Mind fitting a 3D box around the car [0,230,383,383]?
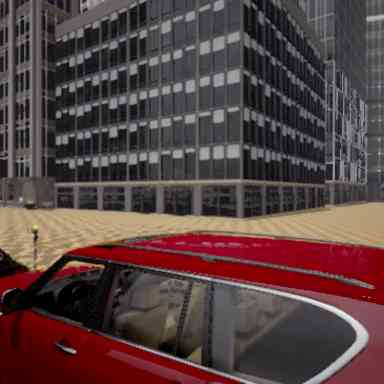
[{"bbox_3d":[-0.271,1.302,3.074,5.009,1.841,2.192,0,0,36],"label":"car"}]
